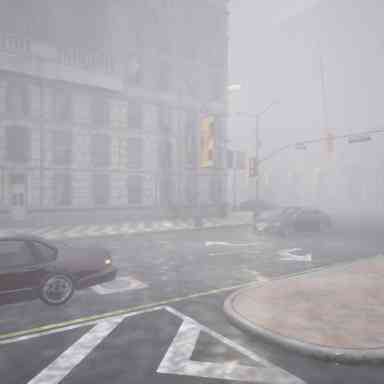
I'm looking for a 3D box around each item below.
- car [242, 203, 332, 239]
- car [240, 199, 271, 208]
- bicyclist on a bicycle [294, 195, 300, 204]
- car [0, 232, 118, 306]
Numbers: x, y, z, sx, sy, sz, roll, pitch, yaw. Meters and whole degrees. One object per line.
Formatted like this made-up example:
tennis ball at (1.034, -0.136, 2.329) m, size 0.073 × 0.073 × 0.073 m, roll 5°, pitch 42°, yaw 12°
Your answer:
car at (5.271, 1.491, 17.272) m, size 4.902 × 1.511 × 2.128 m, roll 0°, pitch 0°, yaw -35°
car at (8.114, 1.547, 39.855) m, size 2.033 × 1.411 × 5.357 m, roll 0°, pitch 0°, yaw -35°
bicyclist on a bicycle at (17.991, 1.300, 57.149) m, size 1.656 × 1.620 × 0.582 m, roll 0°, pitch 0°, yaw -35°
car at (-4.235, 1.547, 6.515) m, size 5.357 × 1.411 × 2.033 m, roll 0°, pitch 0°, yaw -34°
